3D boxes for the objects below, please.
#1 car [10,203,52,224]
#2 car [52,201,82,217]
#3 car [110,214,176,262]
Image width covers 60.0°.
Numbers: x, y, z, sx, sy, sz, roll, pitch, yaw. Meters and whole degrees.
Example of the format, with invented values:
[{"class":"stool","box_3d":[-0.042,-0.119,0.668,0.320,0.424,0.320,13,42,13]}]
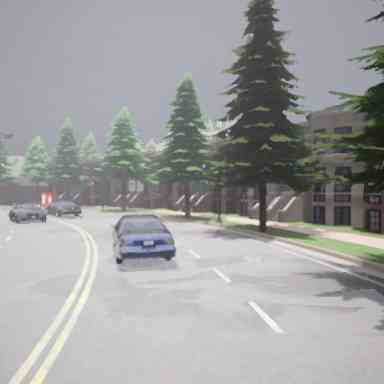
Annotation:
[{"class":"car","box_3d":[-12.171,1.531,24.659,1.994,1.385,4.181,0,0,-37]},{"class":"car","box_3d":[-11.877,1.501,30.323,2.033,1.411,5.357,0,0,-42]},{"class":"car","box_3d":[-1.920,1.523,12.074,2.033,1.411,5.357,0,0,-15]}]
